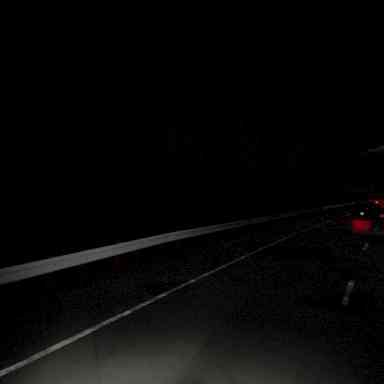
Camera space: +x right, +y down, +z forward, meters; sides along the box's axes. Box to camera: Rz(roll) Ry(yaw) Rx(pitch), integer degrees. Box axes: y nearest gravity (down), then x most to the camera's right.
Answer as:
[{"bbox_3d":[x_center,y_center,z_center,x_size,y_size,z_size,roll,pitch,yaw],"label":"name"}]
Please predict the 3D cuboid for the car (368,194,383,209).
[{"bbox_3d":[21.344,1.221,37.940,2.150,2.045,5.566,0,0,35],"label":"car"}]

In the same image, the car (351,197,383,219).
[{"bbox_3d":[15.262,1.505,29.161,1.837,1.490,4.892,0,0,34],"label":"car"}]
